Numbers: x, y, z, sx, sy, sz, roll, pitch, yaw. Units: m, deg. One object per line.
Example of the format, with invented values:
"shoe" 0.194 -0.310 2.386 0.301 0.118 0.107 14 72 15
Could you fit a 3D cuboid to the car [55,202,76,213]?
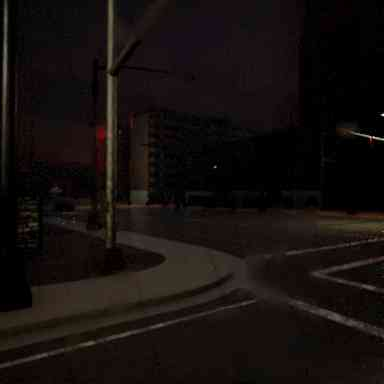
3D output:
"car" -17.804 2.207 46.592 1.837 1.490 4.892 0 0 -36
